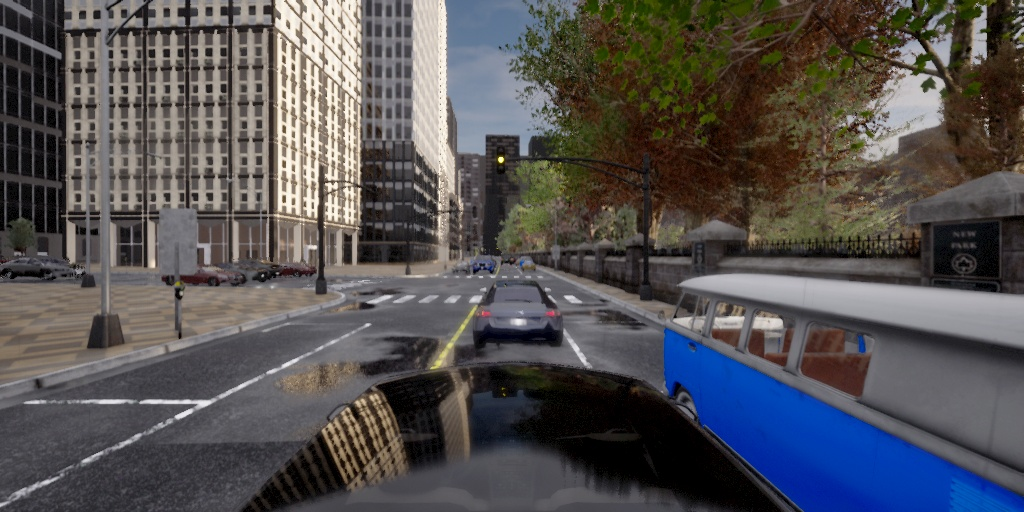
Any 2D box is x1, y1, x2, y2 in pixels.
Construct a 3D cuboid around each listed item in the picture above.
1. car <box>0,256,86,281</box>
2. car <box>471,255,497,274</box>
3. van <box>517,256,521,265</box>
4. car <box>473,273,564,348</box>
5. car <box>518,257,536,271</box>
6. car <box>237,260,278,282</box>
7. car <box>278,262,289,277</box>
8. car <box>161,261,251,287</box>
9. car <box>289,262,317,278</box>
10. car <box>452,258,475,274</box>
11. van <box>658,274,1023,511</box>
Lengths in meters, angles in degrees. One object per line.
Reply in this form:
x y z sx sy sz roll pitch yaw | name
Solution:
-31.732 0.865 24.402 4.902 1.511 2.128 1 0 3 | car
-3.168 0.907 40.738 2.150 2.045 5.566 0 0 0 | car
2.008 1.004 51.766 1.690 1.789 3.998 0 0 -1 | van
0.101 1.303 9.254 1.994 1.385 4.181 0 0 -1 | car
2.131 1.200 46.393 1.751 1.417 4.829 0 0 -1 | car
-18.277 1.093 23.573 4.181 1.385 1.994 1 0 4 | car
-19.730 1.005 26.636 4.892 1.490 1.837 1 0 4 | car
-18.151 1.123 21.026 4.207 1.307 1.802 0 0 4 | car
-18.085 1.090 29.139 4.207 1.307 1.802 0 0 4 | car
-5.631 1.237 40.342 2.007 1.370 4.403 0 0 -1 | car
2.568 1.089 2.674 1.690 1.789 3.998 0 0 0 | van
